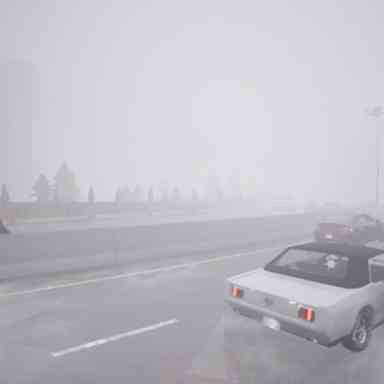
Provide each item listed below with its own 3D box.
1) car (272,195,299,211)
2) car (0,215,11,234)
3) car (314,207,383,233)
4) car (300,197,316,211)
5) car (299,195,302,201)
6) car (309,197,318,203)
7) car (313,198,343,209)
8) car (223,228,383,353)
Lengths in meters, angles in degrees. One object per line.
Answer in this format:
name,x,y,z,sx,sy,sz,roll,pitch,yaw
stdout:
car,12.462,1.433,44.951,2.150,2.045,5.566,0,0,28
car,-10.293,1.422,14.011,4.553,1.767,2.097,0,0,-36
car,7.044,1.566,14.654,4.674,1.442,1.812,0,0,-44
car,16.103,1.698,44.424,1.837,1.490,4.892,0,-1,28
car,26.456,1.646,82.820,2.150,2.045,5.566,-1,0,18
car,29.796,1.942,81.767,1.994,1.385,4.181,-1,0,18
car,14.746,1.679,35.153,2.033,1.411,5.357,0,0,33
car,2.877,1.616,6.221,4.718,1.301,1.895,0,0,-39
